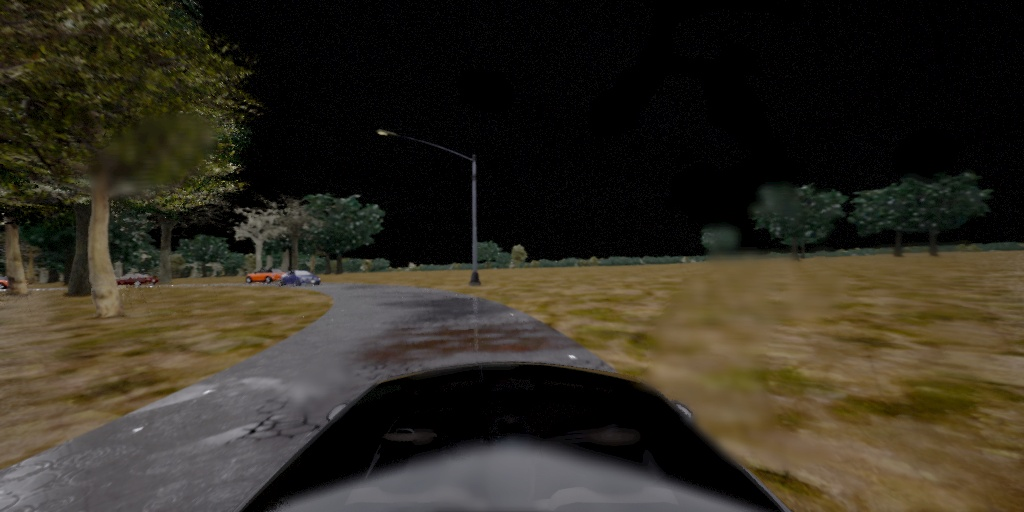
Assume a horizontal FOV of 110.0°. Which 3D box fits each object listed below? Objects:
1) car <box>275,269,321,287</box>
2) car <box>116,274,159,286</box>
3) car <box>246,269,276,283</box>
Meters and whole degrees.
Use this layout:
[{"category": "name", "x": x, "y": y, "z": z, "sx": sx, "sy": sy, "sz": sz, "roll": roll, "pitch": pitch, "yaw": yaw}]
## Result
[{"category": "car", "x": -19.375, "y": 2.021, "z": 32.797, "sx": 4.674, "sy": 1.442, "sz": 1.812, "roll": -2, "pitch": -2, "yaw": 35}, {"category": "car", "x": -46.198, "y": 2.947, "z": 43.908, "sx": 5.008, "sy": 1.535, "sz": 1.882, "roll": -2, "pitch": -2, "yaw": 3}, {"category": "car", "x": -29.158, "y": 2.305, "z": 42.513, "sx": 4.553, "sy": 1.767, "sz": 2.097, "roll": -2, "pitch": -2, "yaw": 17}]
